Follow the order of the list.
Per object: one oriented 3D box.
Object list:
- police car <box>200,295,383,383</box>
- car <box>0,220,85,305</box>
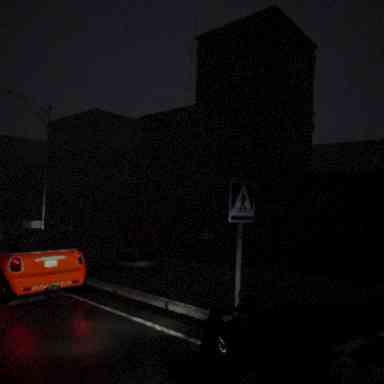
[{"bbox_3d":[2.357,1.634,2.887,5.238,1.638,1.930,0,-5,42],"label":"police car"},{"bbox_3d":[-4.990,1.811,9.495,4.553,1.767,2.097,-2,-5,42],"label":"car"}]
